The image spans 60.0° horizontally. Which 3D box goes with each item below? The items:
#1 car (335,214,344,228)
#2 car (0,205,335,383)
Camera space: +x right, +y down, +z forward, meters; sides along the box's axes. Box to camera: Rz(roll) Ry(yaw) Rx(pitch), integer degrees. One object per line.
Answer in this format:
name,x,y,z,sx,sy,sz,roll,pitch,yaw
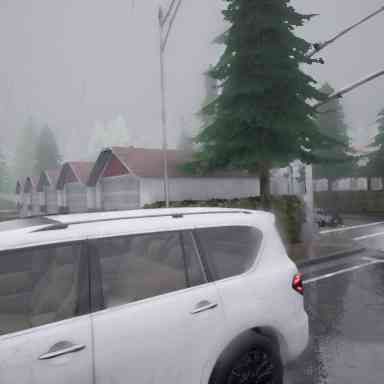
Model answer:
car,6.959,1.499,20.306,1.994,1.385,4.181,-2,0,-34
car,-1.321,1.238,3.045,5.566,2.045,2.150,-1,0,-34
